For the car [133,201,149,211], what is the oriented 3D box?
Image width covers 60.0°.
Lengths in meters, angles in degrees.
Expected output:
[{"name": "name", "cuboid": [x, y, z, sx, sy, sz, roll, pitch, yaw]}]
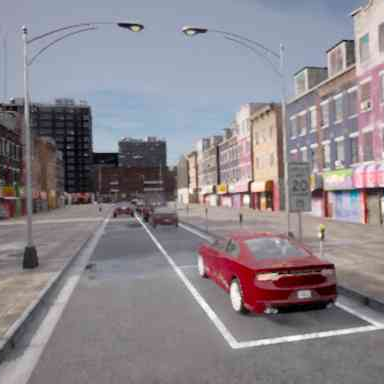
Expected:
[{"name": "car", "cuboid": [-7.711, 2.048, 50.075, 2.008, 1.369, 4.403, -1, 0, -12]}]

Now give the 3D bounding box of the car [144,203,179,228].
[{"name": "car", "cuboid": [-2.054, 1.713, 23.485, 1.887, 1.381, 4.507, -1, 0, -12]}]

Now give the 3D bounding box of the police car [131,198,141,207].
[{"name": "police car", "cuboid": [-11.858, 2.188, 70.073, 1.930, 1.638, 5.238, -2, 0, -12]}]

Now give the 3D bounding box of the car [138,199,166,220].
[{"name": "car", "cuboid": [-3.190, 1.546, 28.805, 2.192, 1.841, 5.009, -1, 0, -12]}]

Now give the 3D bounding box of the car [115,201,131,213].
[{"name": "car", "cuboid": [-9.639, 2.078, 46.468, 2.033, 1.411, 5.357, -2, 0, -12]}]

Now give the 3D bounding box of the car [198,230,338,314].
[{"name": "car", "cuboid": [1.340, 1.532, 7.531, 1.887, 1.381, 4.507, -1, 0, -12]}]

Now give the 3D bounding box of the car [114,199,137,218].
[{"name": "car", "cuboid": [-7.357, 1.748, 35.914, 2.097, 1.767, 4.553, -2, 0, -12]}]
